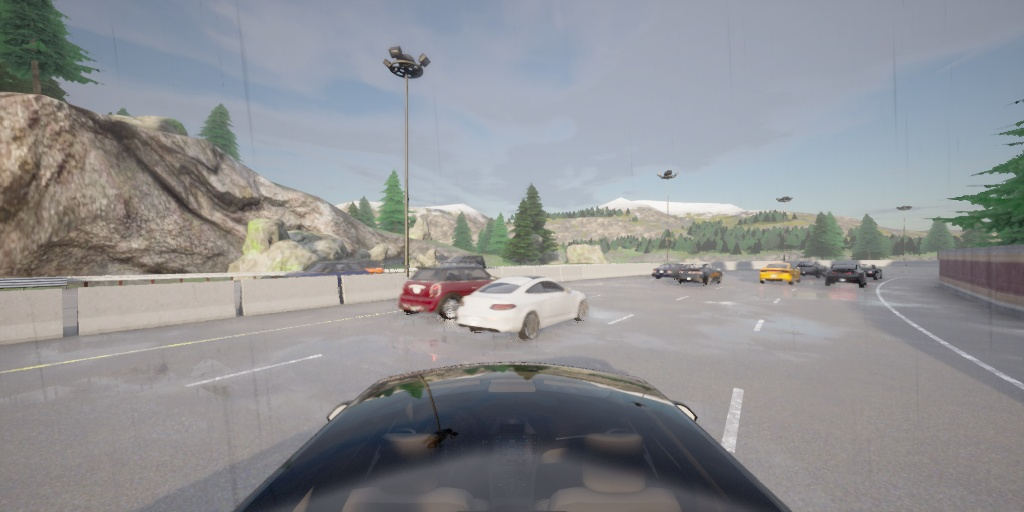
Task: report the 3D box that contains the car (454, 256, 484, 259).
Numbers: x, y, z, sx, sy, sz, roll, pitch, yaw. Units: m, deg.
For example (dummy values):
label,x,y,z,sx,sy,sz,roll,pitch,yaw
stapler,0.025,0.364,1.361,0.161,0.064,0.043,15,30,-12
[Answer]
label,x,y,z,sx,sy,sz,roll,pitch,yaw
car,-5.392,1.102,36.027,2.097,1.767,4.553,0,0,43

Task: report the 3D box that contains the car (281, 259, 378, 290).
label,x,y,z,sx,sy,sz,roll,pitch,yaw
car,-10.082,1.102,19.483,2.097,1.767,4.553,0,0,37

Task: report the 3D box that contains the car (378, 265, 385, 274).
label,x,y,z,sx,sy,sz,roll,pitch,yaw
car,-10.924,1.102,24.143,2.097,1.767,4.553,0,0,39

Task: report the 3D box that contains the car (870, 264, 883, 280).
label,x,y,z,sx,sy,sz,roll,pitch,yaw
car,30.420,1.351,30.947,4.718,1.301,1.895,0,0,-39

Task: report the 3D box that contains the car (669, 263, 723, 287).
label,x,y,z,sx,sy,sz,roll,pitch,yaw
car,12.982,1.243,24.630,2.128,1.511,4.902,0,0,44

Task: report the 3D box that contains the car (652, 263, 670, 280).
label,x,y,z,sx,sy,sz,roll,pitch,yaw
car,13.765,1.297,30.396,5.357,1.411,2.033,0,0,-44

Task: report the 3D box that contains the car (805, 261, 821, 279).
label,x,y,z,sx,sy,sz,roll,pitch,yaw
car,27.685,1.242,33.218,4.902,1.511,2.128,0,0,-39

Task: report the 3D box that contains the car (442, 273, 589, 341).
label,x,y,z,sx,sy,sz,roll,pitch,yaw
car,0.493,1.275,9.992,1.812,1.442,4.674,0,0,36

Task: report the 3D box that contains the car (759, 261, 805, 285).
label,x,y,z,sx,sy,sz,roll,pitch,yaw
car,19.747,1.228,26.340,5.008,1.535,1.882,0,0,-44

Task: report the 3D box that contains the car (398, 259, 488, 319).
label,x,y,z,sx,sy,sz,roll,pitch,yaw
car,-1.695,1.101,12.860,2.097,1.767,4.553,0,0,37

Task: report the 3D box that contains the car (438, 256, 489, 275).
label,x,y,z,sx,sy,sz,roll,pitch,yaw
car,-5.482,0.971,41.095,2.150,2.045,5.566,0,0,44

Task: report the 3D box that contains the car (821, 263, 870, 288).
label,x,y,z,sx,sy,sz,roll,pitch,yaw
car,22.482,1.255,24.112,4.892,1.490,1.837,0,0,-43
